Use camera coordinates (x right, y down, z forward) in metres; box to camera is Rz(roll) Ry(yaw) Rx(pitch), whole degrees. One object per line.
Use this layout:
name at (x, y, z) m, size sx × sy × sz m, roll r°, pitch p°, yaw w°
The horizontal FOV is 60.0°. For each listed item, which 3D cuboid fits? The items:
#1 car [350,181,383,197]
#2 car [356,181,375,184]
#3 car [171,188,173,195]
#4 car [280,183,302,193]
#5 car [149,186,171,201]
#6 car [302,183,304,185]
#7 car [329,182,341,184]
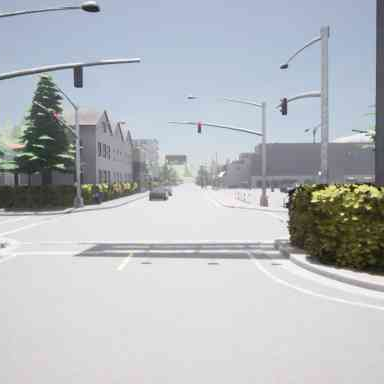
car at (22.169, -0.463, 42.135) m, size 1.932 × 1.855 × 4.605 m, roll -1°, pitch 2°, yaw -1°
car at (18.940, -0.178, 34.248) m, size 1.905 × 1.878 × 3.866 m, roll -1°, pitch 2°, yaw -1°
car at (-3.840, -0.189, 48.449) m, size 2.128 × 1.511 × 4.902 m, roll -1°, pitch 2°, yaw 0°
car at (15.156, -0.526, 52.098) m, size 2.007 × 1.523 × 4.514 m, roll -1°, pitch 2°, yaw -1°
car at (-3.801, 0.144, 38.318) m, size 1.882 × 1.535 × 5.008 m, roll -1°, pitch 2°, yaw 0°
car at (18.765, -0.874, 59.166) m, size 1.970 × 1.475 × 3.806 m, roll -1°, pitch 2°, yaw -1°
car at (25.178, -1.036, 59.532) m, size 2.152 × 1.636 × 5.027 m, roll -1°, pitch 2°, yaw -1°
